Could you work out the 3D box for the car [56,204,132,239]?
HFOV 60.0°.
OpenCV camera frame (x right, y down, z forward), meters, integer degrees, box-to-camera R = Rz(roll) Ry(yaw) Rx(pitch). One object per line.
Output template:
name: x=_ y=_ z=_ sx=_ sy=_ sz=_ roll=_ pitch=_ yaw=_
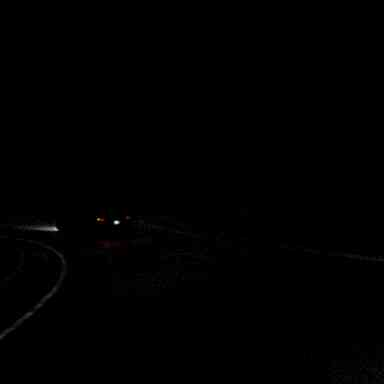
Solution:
car: x=-4.702 y=1.250 z=15.690 sx=4.181 sy=1.385 sz=1.994 roll=1 pitch=1 yaw=44
